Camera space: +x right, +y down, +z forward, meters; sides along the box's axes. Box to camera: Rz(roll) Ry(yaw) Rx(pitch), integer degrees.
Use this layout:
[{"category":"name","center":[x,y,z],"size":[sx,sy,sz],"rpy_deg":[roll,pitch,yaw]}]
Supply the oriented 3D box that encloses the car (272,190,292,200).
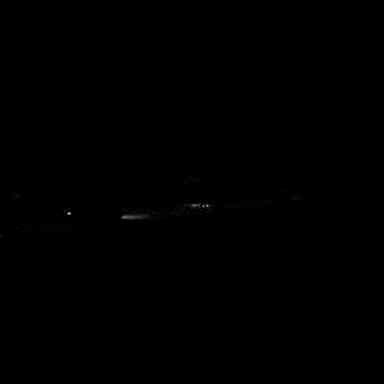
[{"category":"car","center":[14.368,0.422,53.079],"size":[1.882,1.535,5.008],"rpy_deg":[1,2,35]}]

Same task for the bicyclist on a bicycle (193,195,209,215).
[{"category":"bicyclist on a bicycle","center":[0.711,1.081,27.112],"size":[1.656,1.620,0.582],"rpy_deg":[-1,1,35]}]

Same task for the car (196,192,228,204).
[{"category":"car","center":[2.632,0.756,42.933],"size":[2.033,1.411,5.357],"rpy_deg":[1,2,35]}]

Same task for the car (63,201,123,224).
[{"category":"car","center":[-6.817,1.322,23.236],"size":[1.994,1.385,4.181],"rpy_deg":[1,2,35]}]
